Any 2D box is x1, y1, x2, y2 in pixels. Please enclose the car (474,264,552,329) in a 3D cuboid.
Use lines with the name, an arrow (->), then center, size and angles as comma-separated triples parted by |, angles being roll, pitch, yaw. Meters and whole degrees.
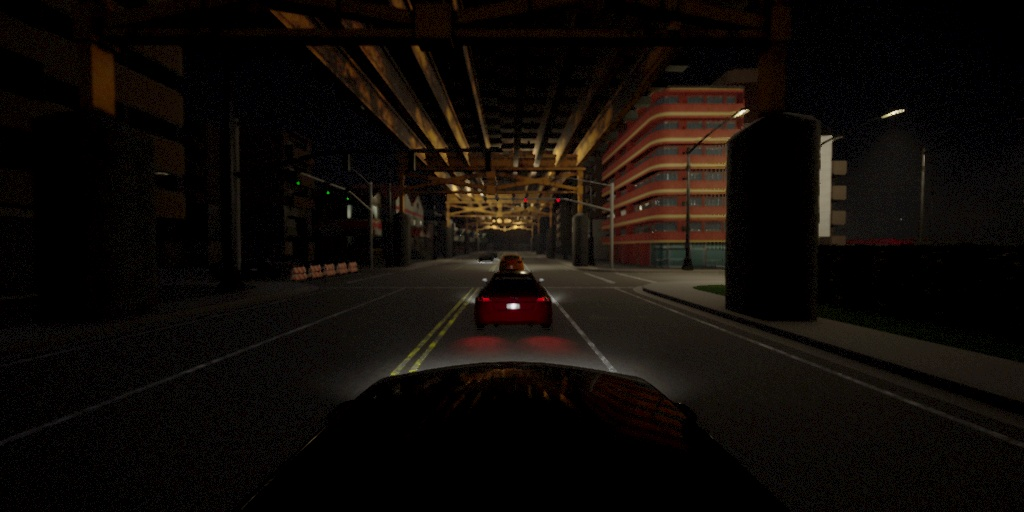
car -> 0.033, 1.116, 10.469 | 1.994, 1.385, 4.181 | 0, 1, 0

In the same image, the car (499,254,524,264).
car -> -0.044, 0.597, 29.747 | 1.882, 1.535, 5.008 | 0, 1, 0

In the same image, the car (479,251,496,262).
car -> -3.807, 0.160, 53.020 | 1.994, 1.385, 4.181 | 0, 1, 0
